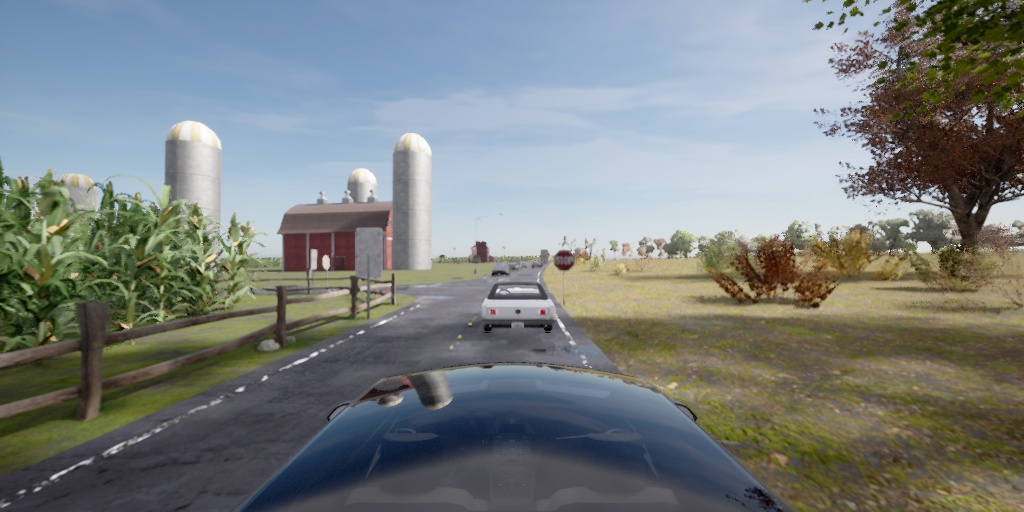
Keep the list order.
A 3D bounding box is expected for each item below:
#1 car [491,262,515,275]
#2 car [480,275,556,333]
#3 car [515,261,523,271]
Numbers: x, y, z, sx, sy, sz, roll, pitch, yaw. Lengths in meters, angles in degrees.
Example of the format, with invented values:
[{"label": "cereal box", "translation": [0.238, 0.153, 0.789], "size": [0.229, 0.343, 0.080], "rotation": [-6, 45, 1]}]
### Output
[{"label": "car", "translation": [-1.165, 1.577, 41.264], "size": [2.033, 1.411, 5.357], "rotation": [0, 0, 4]}, {"label": "car", "translation": [0.163, 1.420, 11.008], "size": [1.895, 1.301, 4.718], "rotation": [0, 0, 0]}, {"label": "car", "translation": [0.170, 1.682, 55.308], "size": [1.994, 1.385, 4.181], "rotation": [0, 0, 6]}]
